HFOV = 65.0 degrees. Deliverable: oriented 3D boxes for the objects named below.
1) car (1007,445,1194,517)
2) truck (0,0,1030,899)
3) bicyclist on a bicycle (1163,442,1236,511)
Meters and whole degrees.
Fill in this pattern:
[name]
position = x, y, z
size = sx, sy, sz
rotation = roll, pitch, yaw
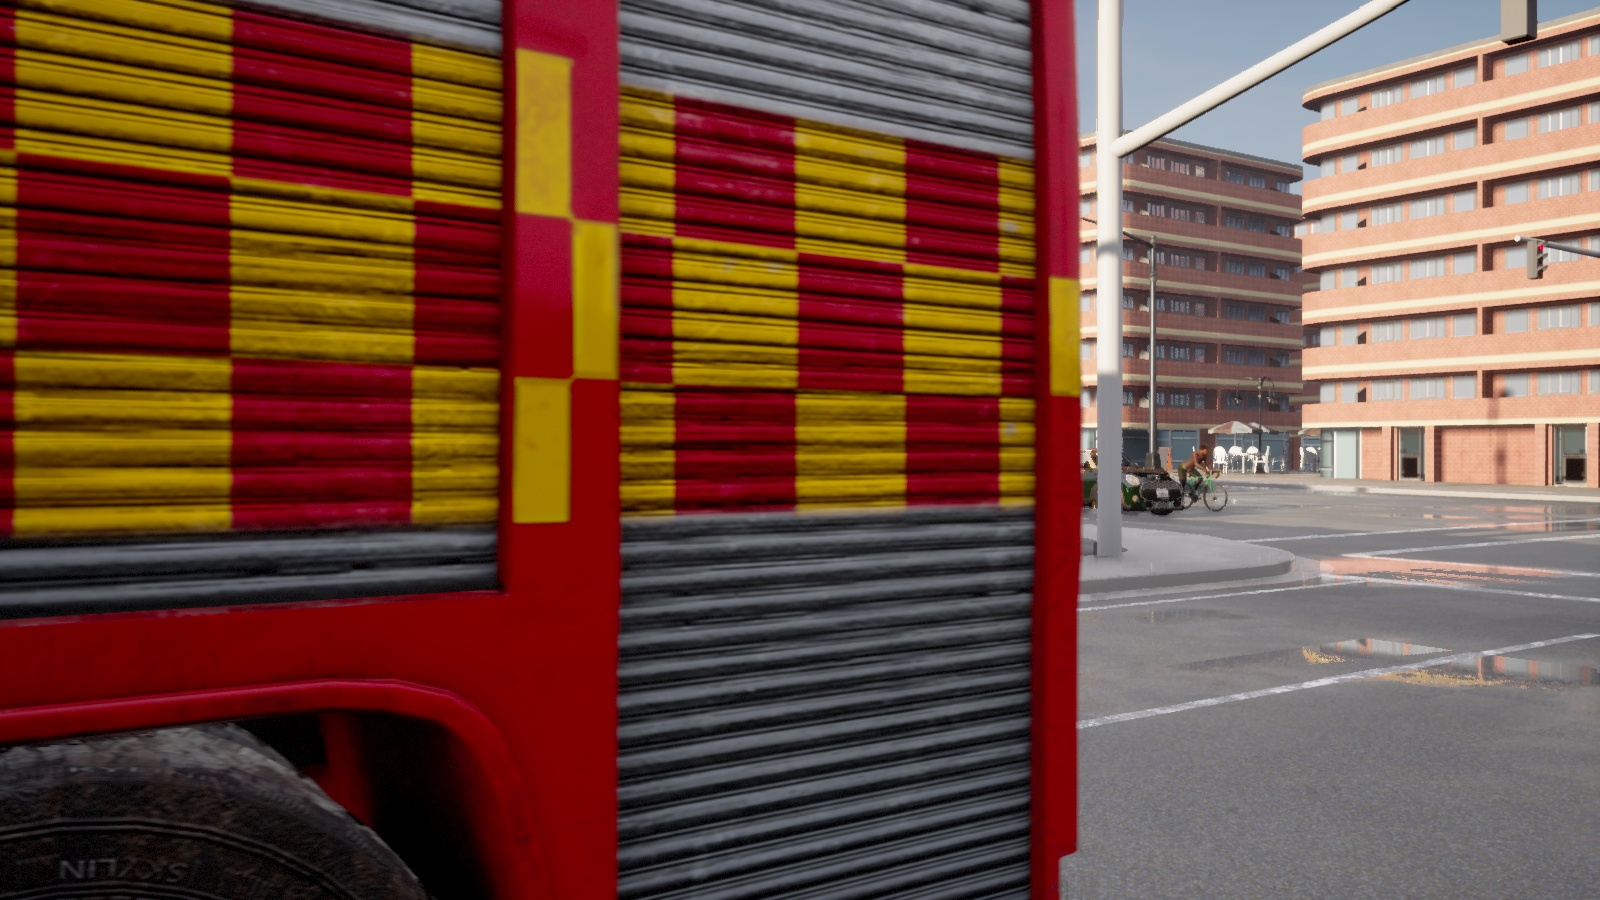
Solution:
[car]
position = 6.768, 0.646, 28.573
size = 1.970, 1.475, 3.806
rotation = 0, 1, -33
[truck]
position = -3.905, -0.409, 0.945
size = 8.468, 3.827, 2.891
rotation = 0, 0, -35
[bicyclist on a bicycle]
position = 9.688, 0.629, 30.501
size = 0.582, 1.620, 1.656
rotation = 0, 1, -34
